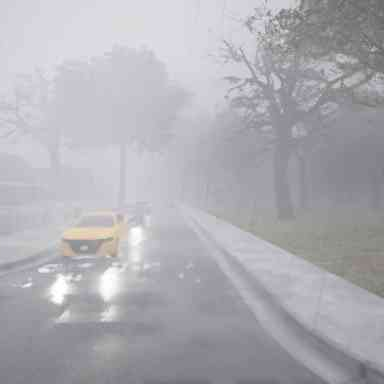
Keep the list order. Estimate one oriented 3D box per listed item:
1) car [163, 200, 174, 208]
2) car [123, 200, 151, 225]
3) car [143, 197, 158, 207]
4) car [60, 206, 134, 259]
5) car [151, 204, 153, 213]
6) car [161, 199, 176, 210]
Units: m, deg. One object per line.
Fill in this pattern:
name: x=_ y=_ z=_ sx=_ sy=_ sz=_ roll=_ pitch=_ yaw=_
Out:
car: x=-4.134 y=2.005 z=57.982 sx=1.895 sy=1.301 sz=4.718 roll=0 pitch=-1 yaw=-4
car: x=-4.528 y=1.599 z=25.379 sx=2.128 sy=1.511 sz=4.902 roll=0 pitch=0 yaw=-4
car: x=-6.437 y=1.529 z=51.935 sx=2.128 sy=1.511 sz=4.902 roll=0 pitch=-1 yaw=-4
car: x=-3.606 y=1.524 z=13.076 sx=1.882 sy=1.535 sz=5.008 roll=0 pitch=0 yaw=-4
car: x=-5.383 y=1.703 z=36.779 sx=1.837 sy=1.490 sz=4.892 roll=0 pitch=0 yaw=-4
car: x=-3.348 y=1.790 z=47.563 sx=2.128 sy=1.511 sz=4.902 roll=0 pitch=-1 yaw=-4
